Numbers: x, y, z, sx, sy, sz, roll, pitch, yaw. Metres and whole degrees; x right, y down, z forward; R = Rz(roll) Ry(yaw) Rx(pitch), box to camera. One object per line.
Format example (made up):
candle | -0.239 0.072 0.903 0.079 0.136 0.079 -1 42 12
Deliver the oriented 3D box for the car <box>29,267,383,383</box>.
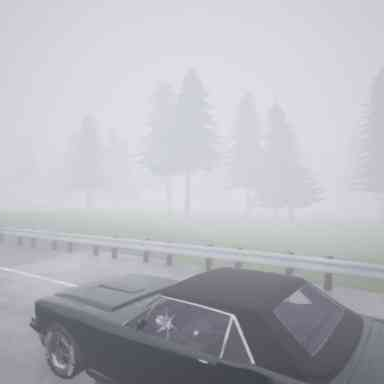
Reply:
car | 0.186 1.600 3.829 4.718 1.301 1.895 0 0 35
